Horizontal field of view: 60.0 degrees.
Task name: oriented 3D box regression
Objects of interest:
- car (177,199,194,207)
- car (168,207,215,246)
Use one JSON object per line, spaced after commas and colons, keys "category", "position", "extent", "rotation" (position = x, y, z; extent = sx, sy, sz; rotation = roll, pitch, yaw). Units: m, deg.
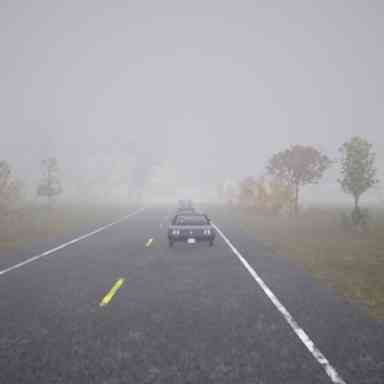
{"category": "car", "position": [-0.691, 1.517, 36.927], "extent": [2.033, 1.411, 5.357], "rotation": [0, 0, -2]}
{"category": "car", "position": [-0.054, 1.597, 15.144], "extent": [1.895, 1.301, 4.718], "rotation": [0, 0, -1]}
